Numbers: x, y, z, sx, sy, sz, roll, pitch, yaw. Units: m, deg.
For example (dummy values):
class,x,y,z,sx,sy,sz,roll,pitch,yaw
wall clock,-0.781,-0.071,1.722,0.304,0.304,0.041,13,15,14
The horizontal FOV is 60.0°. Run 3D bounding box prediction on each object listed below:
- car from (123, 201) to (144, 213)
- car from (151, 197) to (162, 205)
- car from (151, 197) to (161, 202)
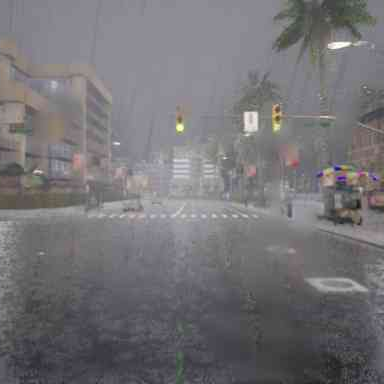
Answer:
class,x,y,z,sx,sy,sz,roll,pitch,yaw
car,-6.882,1.789,39.540,1.994,1.385,4.181,0,0,0
car,-6.815,1.812,64.329,1.837,1.490,4.892,0,1,0
car,-9.830,1.942,90.129,1.895,1.301,4.718,0,0,-16
